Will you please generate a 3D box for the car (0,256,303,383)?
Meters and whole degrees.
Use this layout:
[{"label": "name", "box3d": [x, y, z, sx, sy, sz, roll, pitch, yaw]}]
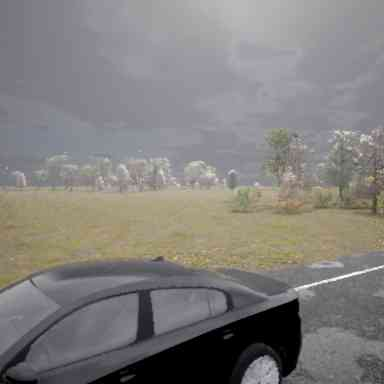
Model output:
[{"label": "car", "box3d": [-1.041, 1.476, 3.210, 5.008, 1.535, 1.882, 0, 0, -35]}]
